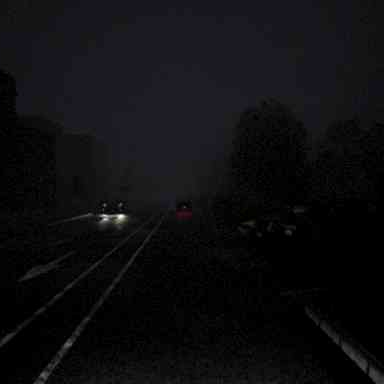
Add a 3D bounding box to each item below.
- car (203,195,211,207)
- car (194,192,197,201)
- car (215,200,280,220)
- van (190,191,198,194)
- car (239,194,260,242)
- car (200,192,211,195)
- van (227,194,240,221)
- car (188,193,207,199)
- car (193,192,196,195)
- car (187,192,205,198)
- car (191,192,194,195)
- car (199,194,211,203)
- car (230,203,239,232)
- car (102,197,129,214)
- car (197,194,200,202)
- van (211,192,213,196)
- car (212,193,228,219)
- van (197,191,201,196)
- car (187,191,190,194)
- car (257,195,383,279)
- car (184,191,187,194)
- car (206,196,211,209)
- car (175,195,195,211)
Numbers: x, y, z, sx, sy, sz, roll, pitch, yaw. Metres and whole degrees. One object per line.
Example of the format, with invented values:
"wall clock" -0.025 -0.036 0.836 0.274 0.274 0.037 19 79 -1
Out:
"car" 4.482 1.429 39.678 5.366 1.575 1.946 1 0 -22
"car" 3.507 1.297 60.395 5.008 1.535 2.097 1 0 -23
"car" 4.628 1.468 27.761 5.008 1.535 2.097 1 0 -22
"van" 2.493 0.932 75.126 4.442 1.987 1.878 1 1 -24
"car" 4.989 1.230 12.954 5.566 2.045 2.435 1 0 -21
"car" 4.008 1.257 48.510 4.553 1.767 2.185 1 0 -22
"van" 4.883 1.252 21.894 4.442 1.987 1.878 1 0 -21
"car" 1.383 1.068 89.980 4.674 1.452 2.002 1 1 -26
"car" 3.526 1.271 63.434 5.366 1.575 1.946 1 0 -24
"car" 1.071 0.879 92.930 4.553 1.767 2.185 1 0 -26
"car" 2.800 1.228 72.217 4.674 1.452 2.002 1 0 -24
"car" 4.056 1.412 42.509 5.366 1.575 1.946 1 1 -22
"car" 4.770 1.475 15.846 5.366 1.575 1.946 1 0 -22
"car" -7.902 1.311 34.757 2.097 1.767 4.553 0 0 -1
"car" 3.799 1.383 54.458 4.674 1.452 2.002 1 1 -23
"van" 4.570 1.227 33.734 4.442 1.987 1.878 1 0 -21
"car" 4.729 1.222 24.818 5.566 2.045 2.435 1 0 -22
"van" 3.771 1.097 57.475 4.442 1.987 1.878 1 0 -23
"car" 2.207 1.126 78.063 5.366 1.575 1.946 1 1 -25
"car" 5.113 1.231 10.028 5.566 2.045 2.435 1 0 -21
"car" 1.675 0.802 87.037 5.566 2.045 2.435 1 0 -25
"car" 4.411 1.472 36.661 4.792 1.488 2.163 1 0 -22
"car" -0.893 1.449 39.313 1.837 1.490 4.892 0 0 -1
